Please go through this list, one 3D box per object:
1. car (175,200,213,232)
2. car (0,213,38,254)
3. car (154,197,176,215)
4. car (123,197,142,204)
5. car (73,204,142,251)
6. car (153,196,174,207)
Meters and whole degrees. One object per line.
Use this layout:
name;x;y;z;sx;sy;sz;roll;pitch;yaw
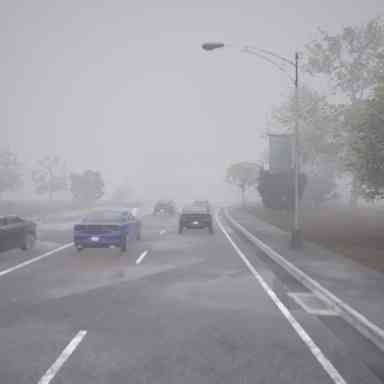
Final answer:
car;0.248;1.477;20.014;1.882;1.535;5.008;0;0;1
car;-7.058;1.490;11.254;2.128;1.511;4.902;0;0;0
car;-2.653;1.503;33.799;1.837;1.490;4.892;0;0;4
car;-8.463;1.517;47.683;1.812;1.442;4.674;0;0;8
car;-3.360;1.476;14.065;1.882;1.535;5.008;0;0;0
car;-4.319;1.485;51.656;2.128;1.511;4.902;0;0;10
